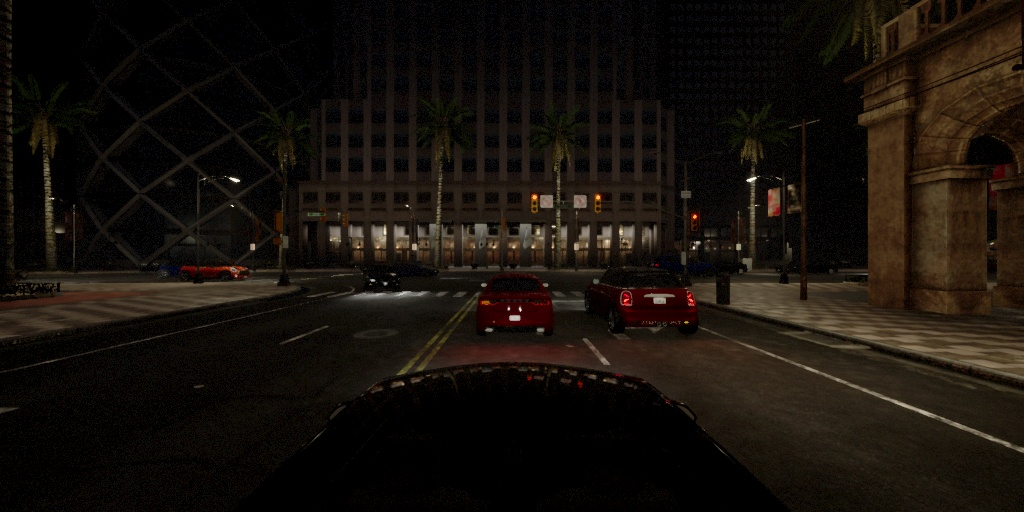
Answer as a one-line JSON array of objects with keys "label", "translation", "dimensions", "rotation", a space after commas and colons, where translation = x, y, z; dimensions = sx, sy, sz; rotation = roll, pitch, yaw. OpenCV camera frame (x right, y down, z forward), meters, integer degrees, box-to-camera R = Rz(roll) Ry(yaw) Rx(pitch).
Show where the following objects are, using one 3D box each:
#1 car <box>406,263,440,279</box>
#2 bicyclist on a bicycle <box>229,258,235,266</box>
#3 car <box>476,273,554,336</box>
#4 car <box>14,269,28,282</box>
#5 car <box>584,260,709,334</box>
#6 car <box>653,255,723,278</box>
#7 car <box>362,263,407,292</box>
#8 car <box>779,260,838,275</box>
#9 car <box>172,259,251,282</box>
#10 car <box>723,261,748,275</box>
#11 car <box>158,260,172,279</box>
[{"label": "car", "translation": [-9.272, 1.297, 32.270], "dimensions": [5.357, 1.411, 2.033], "rotation": [0, 0, 0]}, {"label": "bicyclist on a bicycle", "translation": [-35.748, 1.050, 45.712], "dimensions": [0.582, 1.620, 1.656], "rotation": [0, 0, -12]}, {"label": "car", "translation": [0.080, 1.228, 10.455], "dimensions": [1.882, 1.535, 5.008], "rotation": [0, 0, 0]}, {"label": "car", "translation": [-38.521, 1.241, 25.586], "dimensions": [4.902, 1.511, 2.128], "rotation": [0, 0, -28]}, {"label": "car", "translation": [3.582, 1.102, 10.796], "dimensions": [2.097, 1.767, 4.553], "rotation": [0, 0, 0]}, {"label": "car", "translation": [15.278, 0.971, 32.204], "dimensions": [5.566, 2.045, 2.150], "rotation": [0, 0, 0]}, {"label": "car", "translation": [-7.901, 1.255, 21.679], "dimensions": [1.837, 1.490, 4.892], "rotation": [3, -1, -26]}, {"label": "car", "translation": [32.779, 1.228, 39.348], "dimensions": [5.008, 1.535, 1.882], "rotation": [0, 0, 0]}, {"label": "car", "translation": [-23.583, 1.102, 28.604], "dimensions": [4.553, 1.767, 2.097], "rotation": [0, 0, -3]}, {"label": "car", "translation": [23.171, 1.255, 39.380], "dimensions": [4.892, 1.490, 1.837], "rotation": [0, 0, 0]}, {"label": "car", "translation": [-28.244, 1.102, 31.812], "dimensions": [4.553, 1.767, 2.097], "rotation": [0, 0, -7]}]
